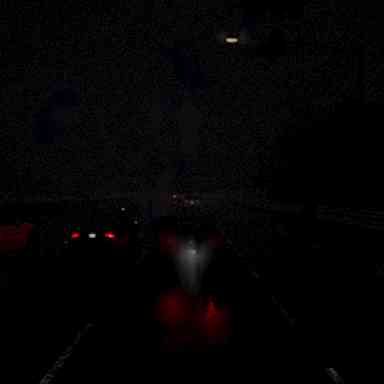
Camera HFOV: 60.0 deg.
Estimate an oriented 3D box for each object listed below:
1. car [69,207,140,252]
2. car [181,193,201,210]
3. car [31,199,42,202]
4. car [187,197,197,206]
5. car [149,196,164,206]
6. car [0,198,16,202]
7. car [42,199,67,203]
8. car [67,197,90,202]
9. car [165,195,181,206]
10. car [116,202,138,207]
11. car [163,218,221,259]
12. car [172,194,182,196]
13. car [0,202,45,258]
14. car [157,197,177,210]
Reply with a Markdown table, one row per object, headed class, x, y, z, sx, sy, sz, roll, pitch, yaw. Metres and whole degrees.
| class | x | y | z | sx | sy | sz | roll | pitch | yaw |
| --- | --- | --- | --- | --- | --- | --- | --- | --- | --- |
| car | -3.497 | 1.597 | 14.166 | 2.033 | 1.411 | 5.357 | 0 | 0 | 0 |
| car | 0.004 | 1.430 | 45.707 | 2.150 | 2.045 | 5.566 | 0 | 0 | 0 |
| car | -24.524 | 1.838 | 52.777 | 1.895 | 1.301 | 4.718 | 0 | 0 | 1 |
| car | 0.008 | 1.749 | 62.910 | 1.882 | 1.535 | 5.008 | 0 | 0 | 0 |
| car | -6.993 | 1.778 | 62.897 | 1.837 | 1.490 | 4.892 | 0 | 0 | 0 |
| car | -28.039 | 1.728 | 49.404 | 1.837 | 1.490 | 4.892 | 0 | 0 | 1 |
| car | -21.024 | 1.783 | 52.433 | 2.033 | 1.411 | 5.357 | 0 | 0 | 1 |
| car | -17.537 | 1.588 | 52.642 | 2.097 | 1.767 | 4.553 | 0 | 0 | 1 |
| car | -3.493 | 1.835 | 62.886 | 1.994 | 1.385 | 4.181 | 0 | 0 | 0 |
| car | -6.996 | 1.726 | 35.903 | 1.994 | 1.385 | 4.181 | 0 | 0 | 0 |
| car | 0.001 | 1.644 | 12.691 | 1.895 | 1.301 | 4.718 | 0 | 0 | 0 |
| car | -3.491 | 1.847 | 82.847 | 2.128 | 1.511 | 4.902 | 0 | 0 | 0 |
| car | -6.998 | 1.389 | 11.124 | 2.097 | 1.767 | 4.553 | 0 | 0 | 0 |
| car | -3.493 | 1.815 | 47.170 | 1.895 | 1.301 | 4.718 | 0 | 0 | 0 |
